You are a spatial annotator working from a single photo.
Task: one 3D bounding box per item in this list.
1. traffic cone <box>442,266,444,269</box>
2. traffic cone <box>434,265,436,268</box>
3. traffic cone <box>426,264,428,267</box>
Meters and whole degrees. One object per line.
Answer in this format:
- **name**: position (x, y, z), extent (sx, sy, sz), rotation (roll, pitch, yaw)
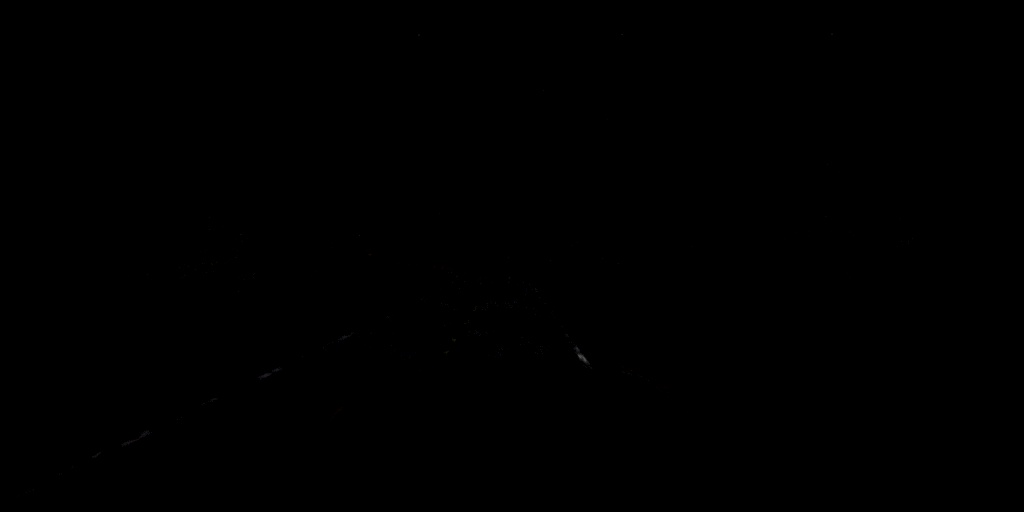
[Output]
- **traffic cone**: position (-9.747, 1.586, 50.441), extent (0.340, 0.580, 0.340), rotation (0, 0, -23)
- **traffic cone**: position (-11.762, 1.558, 54.843), extent (0.340, 0.580, 0.340), rotation (0, 0, -26)
- **traffic cone**: position (-14.055, 1.525, 59.108), extent (0.340, 0.580, 0.340), rotation (0, 0, -30)
